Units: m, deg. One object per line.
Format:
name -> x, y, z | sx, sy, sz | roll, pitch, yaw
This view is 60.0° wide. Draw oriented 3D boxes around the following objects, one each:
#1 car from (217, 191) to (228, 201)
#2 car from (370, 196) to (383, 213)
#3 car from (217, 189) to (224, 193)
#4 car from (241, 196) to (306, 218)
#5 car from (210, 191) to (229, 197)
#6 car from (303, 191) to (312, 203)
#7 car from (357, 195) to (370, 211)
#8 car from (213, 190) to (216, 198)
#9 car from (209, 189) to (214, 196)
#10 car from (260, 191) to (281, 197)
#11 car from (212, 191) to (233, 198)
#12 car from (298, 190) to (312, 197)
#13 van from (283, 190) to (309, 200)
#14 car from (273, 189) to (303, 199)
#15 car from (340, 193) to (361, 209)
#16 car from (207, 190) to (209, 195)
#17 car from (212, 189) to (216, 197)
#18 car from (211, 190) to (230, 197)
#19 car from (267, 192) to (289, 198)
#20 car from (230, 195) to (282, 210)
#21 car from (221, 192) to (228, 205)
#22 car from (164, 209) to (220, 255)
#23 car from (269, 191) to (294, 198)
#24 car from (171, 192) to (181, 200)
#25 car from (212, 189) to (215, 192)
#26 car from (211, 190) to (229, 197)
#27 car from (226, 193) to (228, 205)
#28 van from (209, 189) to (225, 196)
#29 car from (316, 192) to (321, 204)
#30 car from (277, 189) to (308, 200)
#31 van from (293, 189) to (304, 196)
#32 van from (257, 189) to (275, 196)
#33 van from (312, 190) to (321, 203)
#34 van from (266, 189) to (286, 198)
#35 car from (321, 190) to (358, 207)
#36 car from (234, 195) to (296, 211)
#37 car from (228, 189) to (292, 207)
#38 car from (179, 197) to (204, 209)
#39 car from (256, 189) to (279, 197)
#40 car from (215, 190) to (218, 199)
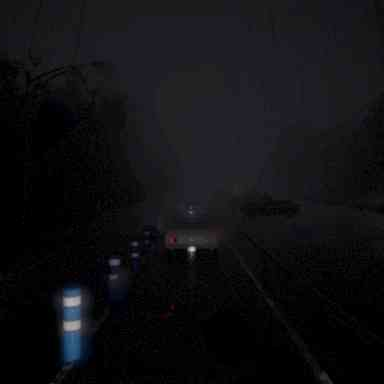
car -> 6.777, 0.965, 48.071 | 5.366, 1.575, 1.946 | 0, 1, 0
car -> 19.872, 1.316, 31.180 | 4.792, 1.488, 2.163 | 0, 1, 0
car -> 7.063, 0.718, 56.267 | 4.553, 1.767, 2.185 | 0, 1, 0
car -> 6.770, 1.376, 28.521 | 4.792, 1.488, 2.163 | 0, 1, 0
car -> 7.304, 0.481, 89.577 | 5.008, 1.535, 2.097 | 0, 1, 0
car -> 20.094, 0.944, 50.690 | 4.792, 1.488, 2.163 | 0, 1, 0
car -> 19.922, 1.273, 33.950 | 4.674, 1.452, 2.002 | 0, 1, 0
car -> 7.072, 0.781, 64.594 | 4.792, 1.488, 2.163 | 0, 1, 0
car -> 6.985, 0.658, 72.923 | 5.366, 1.575, 1.946 | 0, 1, 0
car -> 20.359, 0.507, 86.565 | 5.008, 1.535, 2.097 | 0, 1, 0
car -> 7.211, 0.603, 78.473 | 4.892, 1.521, 2.231 | 0, 1, 0
car -> 20.116, 0.904, 53.329 | 4.792, 1.488, 2.163 | 0, 1, 0
van -> 20.063, 0.520, 64.404 | 4.442, 1.987, 1.878 | 0, 1, 0
car -> 20.198, 0.435, 69.942 | 5.566, 2.045, 2.435 | 0, 1, 0
car -> 19.763, 1.176, 36.720 | 5.366, 1.575, 1.946 | 0, 1, 0
car -> 7.055, 0.569, 81.250 | 5.366, 1.575, 1.946 | 0, 1, 0
car -> 7.095, 0.751, 67.370 | 4.792, 1.488, 2.163 | 0, 1, 0
car -> 7.232, 0.416, 84.024 | 4.553, 1.767, 2.185 | 0, 1, 0
car -> 20.299, 0.635, 78.381 | 4.674, 1.452, 2.002 | 0, 1, 0
car -> 7.054, 1.181, 36.845 | 5.366, 1.575, 1.946 | 0, 1, 0
car -> 6.730, 1.073, 42.399 | 5.366, 1.575, 1.946 | 0, 1, 0
car -> 0.019, 1.580, 13.245 | 1.895, 1.301, 4.718 | 0, 1, 1
car -> 20.267, 0.626, 75.486 | 5.008, 1.535, 2.097 | 0, 1, 0
car -> -3.148, 0.792, 66.041 | 2.033, 1.411, 5.357 | 0, 1, 1
car -> 7.118, 0.721, 70.146 | 4.792, 1.488, 2.163 | 0, 1, 0
car -> 7.255, 0.386, 86.800 | 4.553, 1.767, 2.185 | 0, 1, 0
car -> 6.898, 1.131, 39.623 | 4.892, 1.521, 2.231 | 0, 1, 0
van -> 7.239, 0.196, 95.127 | 4.442, 1.987, 1.878 | 0, 1, 0
car -> 19.989, 1.046, 45.026 | 4.792, 1.488, 2.163 | 0, 1, 0
car -> 20.175, 0.465, 67.172 | 5.566, 2.045, 2.435 | 0, 1, 0
van -> 20.002, 0.613, 56.078 | 4.442, 1.987, 1.878 | 0, 1, 0
van -> 20.529, 0.220, 92.227 | 4.442, 1.987, 1.878 | 0, 1, 0
van -> 20.158, 0.737, 47.914 | 4.442, 1.987, 1.878 | 0, 1, 0
van -> 20.436, 0.340, 81.147 | 4.442, 1.987, 1.878 | 0, 1, 0
car -> 20.023, 0.819, 42.252 | 5.566, 2.045, 2.435 | 0, 1, 0
car -> 6.828, 1.292, 31.296 | 5.008, 1.535, 2.097 | 0, 1, 0
car -> 6.874, 0.987, 34.066 | 5.566, 2.045, 2.435 | 0, 1, 0
car -> 0.019, 1.358, 28.279 | 1.895, 1.301, 4.718 | 0, 1, 1
car -> 20.361, 0.225, 89.457 | 5.566, 2.045, 2.435 | 0, 1, 0
car -> 7.084, 0.841, 59.041 | 4.792, 1.488, 2.163 | 0, 1, 0
